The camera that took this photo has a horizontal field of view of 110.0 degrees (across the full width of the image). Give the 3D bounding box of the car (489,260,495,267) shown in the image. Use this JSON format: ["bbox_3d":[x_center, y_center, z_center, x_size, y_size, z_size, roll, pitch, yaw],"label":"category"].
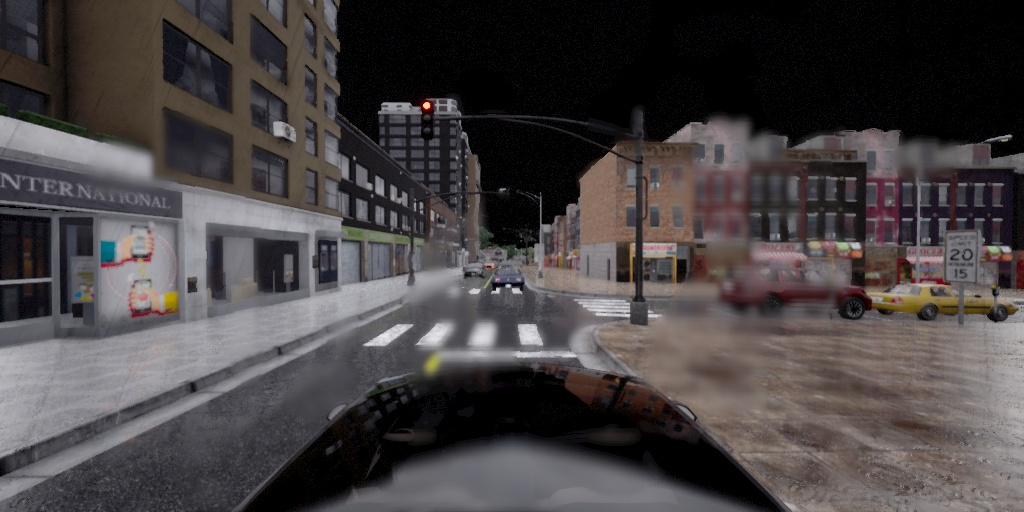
[{"bbox_3d":[-3.795,1.427,57.373,2.097,1.767,4.553,0,-1,-1],"label":"car"}]

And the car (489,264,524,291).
[{"bbox_3d":[-0.260,1.390,22.536,1.895,1.301,4.718,0,0,-1],"label":"car"}]

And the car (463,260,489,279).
[{"bbox_3d":[-3.411,1.347,33.395,1.837,1.490,4.892,0,0,-1],"label":"car"}]

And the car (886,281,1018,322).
[{"bbox_3d":[16.304,1.655,13.789,4.829,1.417,1.751,0,0,-1],"label":"car"}]

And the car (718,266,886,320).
[{"bbox_3d":[10.589,1.342,13.698,5.009,1.841,2.192,0,0,-1],"label":"car"}]
